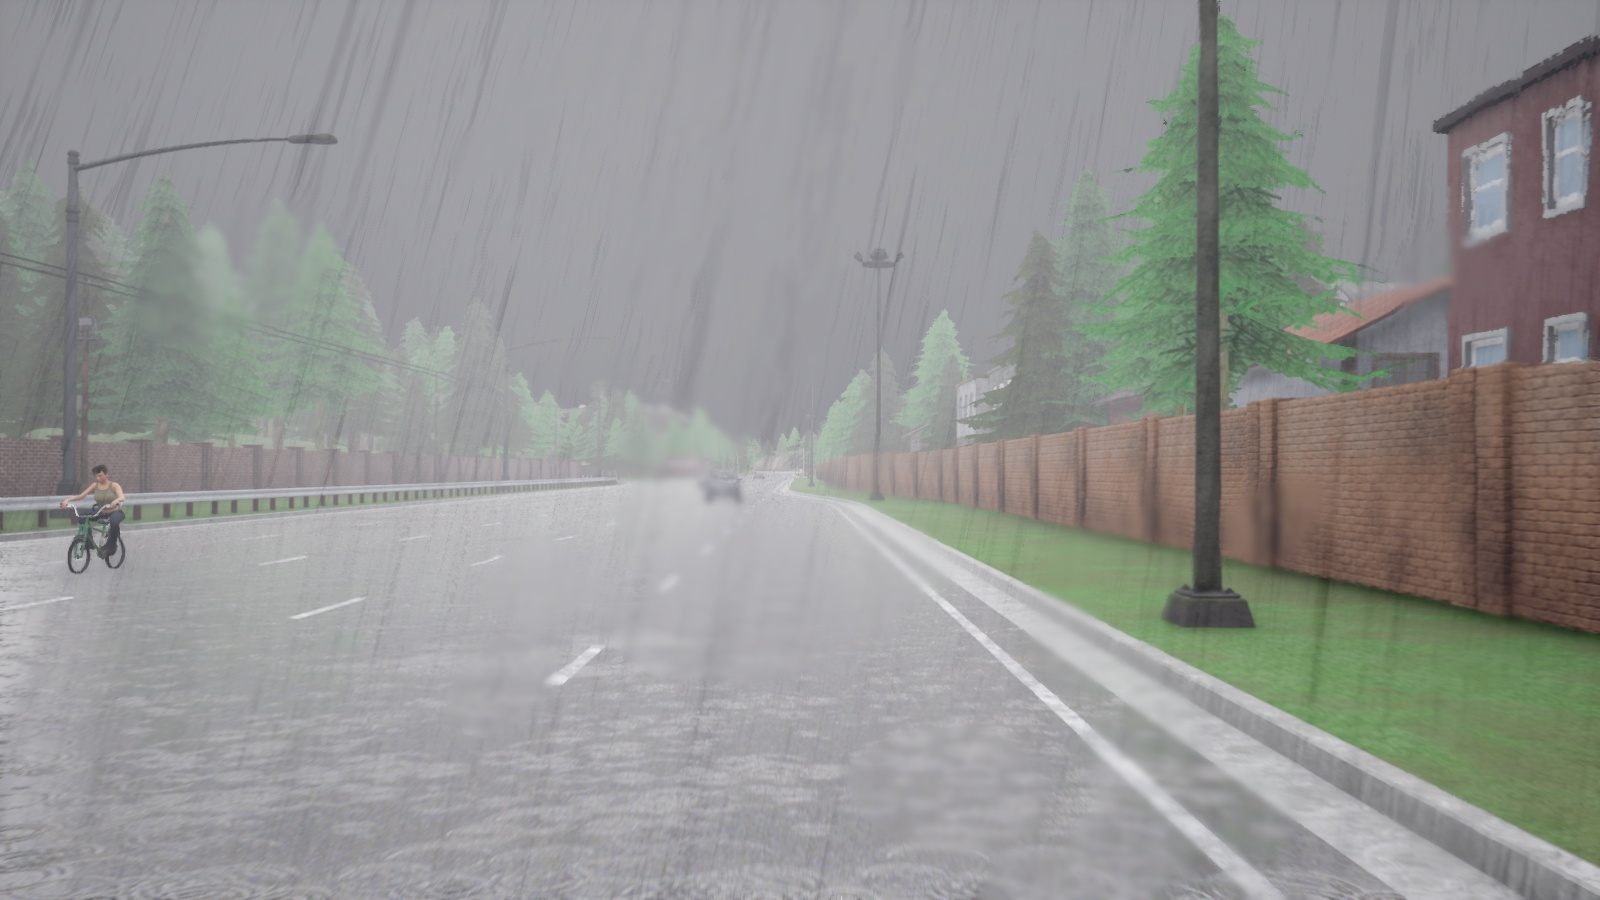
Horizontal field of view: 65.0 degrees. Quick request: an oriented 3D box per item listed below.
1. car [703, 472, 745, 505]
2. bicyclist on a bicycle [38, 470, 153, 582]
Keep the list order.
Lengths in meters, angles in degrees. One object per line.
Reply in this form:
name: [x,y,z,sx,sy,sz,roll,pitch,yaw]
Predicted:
car: [-3.649,1.825,60.784,1.789,1.549,3.705,0,-1,0]
bicyclist on a bicycle: [-10.542,1.109,18.860,0.866,1.612,1.509,0,-1,0]
